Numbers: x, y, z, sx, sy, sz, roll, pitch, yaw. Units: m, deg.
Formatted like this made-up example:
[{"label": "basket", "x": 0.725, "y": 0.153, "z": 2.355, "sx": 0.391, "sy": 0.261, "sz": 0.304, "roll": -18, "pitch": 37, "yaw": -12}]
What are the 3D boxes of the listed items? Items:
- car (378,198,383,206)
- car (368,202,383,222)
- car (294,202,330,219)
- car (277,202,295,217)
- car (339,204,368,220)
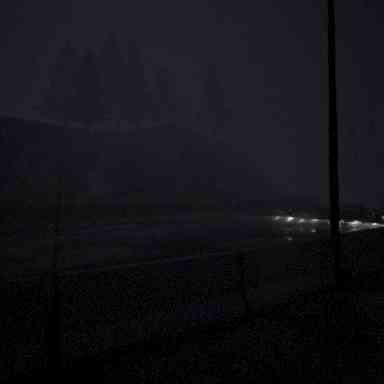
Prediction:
[{"label": "car", "x": 38.217, "y": 1.991, "z": 65.836, "sx": 2.128, "sy": 1.511, "sz": 4.902, "roll": -1, "pitch": -1, "yaw": 25}, {"label": "car", "x": 16.872, "y": 1.755, "z": 28.267, "sx": 1.837, "sy": 1.490, "sz": 4.892, "roll": -1, "pitch": -1, "yaw": 43}, {"label": "car", "x": 12.971, "y": 1.927, "z": 34.310, "sx": 2.033, "sy": 1.411, "sz": 5.357, "roll": -1, "pitch": -1, "yaw": 43}, {"label": "car", "x": 11.418, "y": 1.951, "z": 37.884, "sx": 1.837, "sy": 1.490, "sz": 4.892, "roll": -1, "pitch": -1, "yaw": 42}, {"label": "car", "x": 15.502, "y": 1.845, "z": 31.950, "sx": 1.812, "sy": 1.442, "sz": 4.674, "roll": -1, "pitch": -1, "yaw": 42}]
